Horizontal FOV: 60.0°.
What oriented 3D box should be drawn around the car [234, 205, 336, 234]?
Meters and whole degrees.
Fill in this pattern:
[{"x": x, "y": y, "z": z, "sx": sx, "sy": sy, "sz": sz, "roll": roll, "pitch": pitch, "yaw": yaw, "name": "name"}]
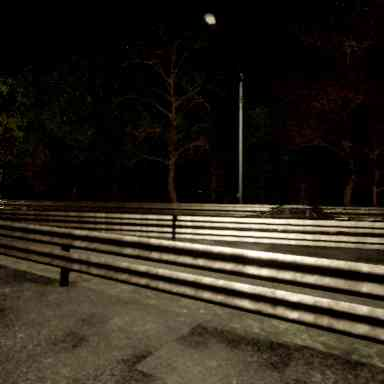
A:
[{"x": 4.551, "y": 1.459, "z": 16.610, "sx": 4.856, "sy": 1.649, "sz": 2.033, "roll": 0, "pitch": 0, "yaw": 20, "name": "car"}]
